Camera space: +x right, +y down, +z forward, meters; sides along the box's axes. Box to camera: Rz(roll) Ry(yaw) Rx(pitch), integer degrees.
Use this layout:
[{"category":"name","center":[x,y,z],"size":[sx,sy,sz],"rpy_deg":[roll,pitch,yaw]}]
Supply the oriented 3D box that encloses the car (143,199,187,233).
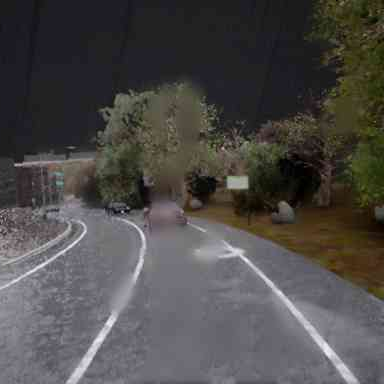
[{"category":"car","center":[-1.730,1.297,19.870],"size":[2.097,1.767,4.553],"rpy_deg":[-4,0,-13]}]

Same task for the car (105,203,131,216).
[{"category":"car","center":[-8.465,1.888,37.494],"size":[1.895,1.301,4.718],"rpy_deg":[-5,1,-28]}]

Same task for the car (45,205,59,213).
[{"category":"car","center":[-24.781,2.975,58.752],"size":[1.994,1.385,4.181],"rpy_deg":[-5,1,-29]}]
